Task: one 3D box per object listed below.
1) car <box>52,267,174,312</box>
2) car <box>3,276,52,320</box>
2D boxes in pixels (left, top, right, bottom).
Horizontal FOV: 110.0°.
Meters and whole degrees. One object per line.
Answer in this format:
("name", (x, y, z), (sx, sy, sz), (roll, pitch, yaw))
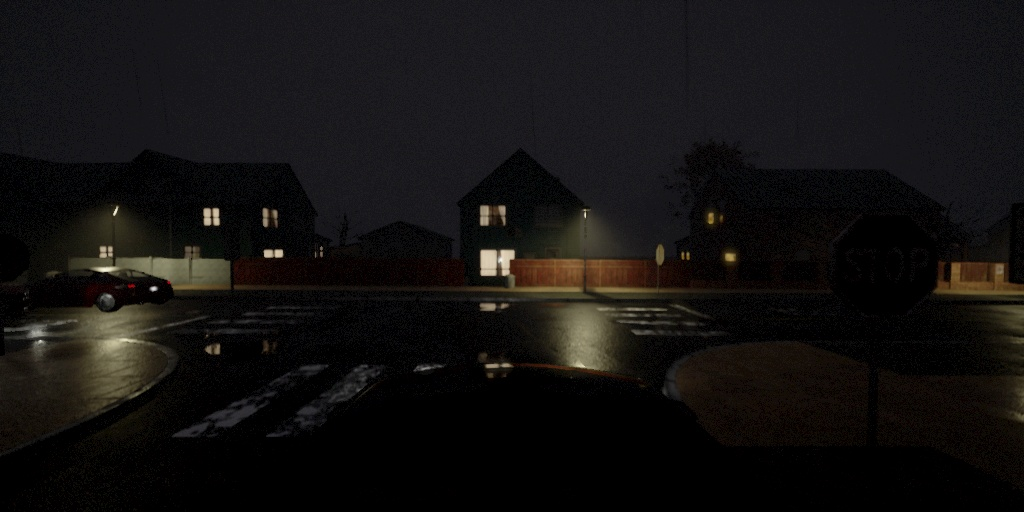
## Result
("car", (-14.254, 1.076, 12.236), (4.181, 1.385, 1.994), (0, 1, -1))
("car", (-15.856, 1.046, 9.359), (5.008, 1.535, 1.882), (0, 1, -1))
